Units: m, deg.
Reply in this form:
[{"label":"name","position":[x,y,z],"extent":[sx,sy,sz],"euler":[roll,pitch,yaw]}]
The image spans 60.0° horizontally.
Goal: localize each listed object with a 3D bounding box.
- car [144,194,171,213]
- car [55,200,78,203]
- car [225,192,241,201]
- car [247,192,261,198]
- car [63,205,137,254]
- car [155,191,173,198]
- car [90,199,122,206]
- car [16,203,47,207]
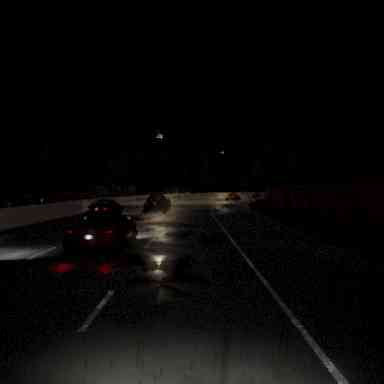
[{"label":"car","position":[-3.221,1.038,31.763],"extent":[2.097,1.767,4.553],"euler":[0,1,2]},{"label":"car","position":[-13.539,1.128,36.949],"extent":[2.128,1.511,4.902],"euler":[0,0,6]},{"label":"car","position":[7.560,0.857,60.778],"extent":[1.801,1.575,5.366],"euler":[0,1,22]},{"label":"car","position":[14.240,0.673,76.462],"extent":[1.812,1.442,4.674],"euler":[0,1,33]},{"label":"car","position":[-3.399,1.435,12.950],"extent":[1.994,1.385,4.181],"euler":[0,1,0]},{"label":"car","position":[-6.304,0.526,75.510],"extent":[1.812,1.442,4.674],"euler":[0,1,25]},{"label":"car","position":[-6.878,1.284,26.644],"extent":[2.033,1.411,5.357],"euler":[0,1,0]},{"label":"car","position":[-17.133,1.240,36.461],"extent":[1.895,1.301,4.718],"euler":[0,1,5]}]
